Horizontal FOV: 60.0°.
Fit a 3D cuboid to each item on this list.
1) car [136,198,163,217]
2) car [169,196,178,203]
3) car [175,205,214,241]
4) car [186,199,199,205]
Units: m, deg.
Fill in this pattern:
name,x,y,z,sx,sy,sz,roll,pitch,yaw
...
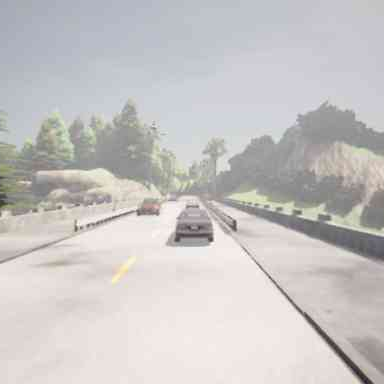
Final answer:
name,x,y,z,sx,sy,sz,roll,pitch,yaw
car,-4.085,1.418,32.524,2.097,1.767,4.553,0,0,0
car,-4.007,1.577,72.538,1.882,1.535,5.008,0,0,0
car,0.097,1.582,16.779,2.033,1.411,5.357,0,0,0
car,0.098,1.699,47.632,1.895,1.301,4.718,0,0,0
